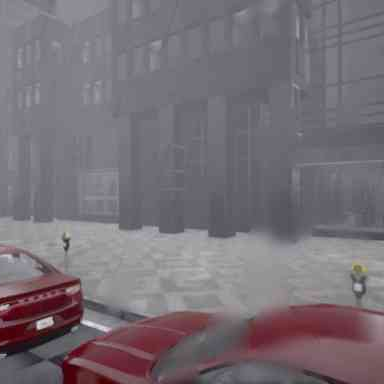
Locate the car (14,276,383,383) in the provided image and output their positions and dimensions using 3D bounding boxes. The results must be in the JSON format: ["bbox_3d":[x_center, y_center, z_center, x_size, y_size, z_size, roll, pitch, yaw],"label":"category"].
[{"bbox_3d":[0.863,1.548,2.345,4.507,1.381,1.887,0,0,35],"label":"car"}]

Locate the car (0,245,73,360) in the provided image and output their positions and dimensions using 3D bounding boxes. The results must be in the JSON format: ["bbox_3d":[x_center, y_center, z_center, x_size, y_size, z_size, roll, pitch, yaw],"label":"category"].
[{"bbox_3d":[-3.727,1.583,5.616,4.507,1.381,1.887,0,0,35],"label":"car"}]
